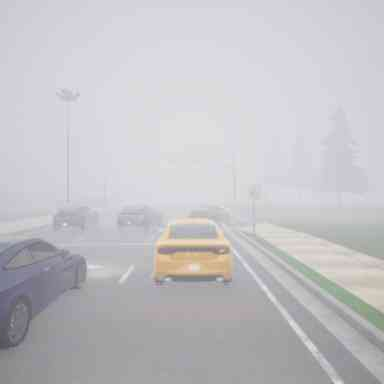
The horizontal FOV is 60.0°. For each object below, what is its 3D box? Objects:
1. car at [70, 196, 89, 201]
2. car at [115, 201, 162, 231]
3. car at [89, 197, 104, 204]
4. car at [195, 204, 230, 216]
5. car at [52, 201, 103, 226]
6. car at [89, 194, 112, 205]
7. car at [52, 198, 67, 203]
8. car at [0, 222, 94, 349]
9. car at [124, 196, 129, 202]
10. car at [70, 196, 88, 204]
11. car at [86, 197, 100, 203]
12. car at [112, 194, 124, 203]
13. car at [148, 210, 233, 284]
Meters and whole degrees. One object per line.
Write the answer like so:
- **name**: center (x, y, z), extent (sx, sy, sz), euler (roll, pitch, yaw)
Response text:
- **car**: center (-19.816, 1.718, 59.970), extent (2.033, 1.411, 5.357), euler (0, 0, 0)
- **car**: center (-3.150, 1.553, 21.121), extent (2.128, 1.511, 4.902), euler (0, 0, 9)
- **car**: center (-19.820, 1.749, 69.180), extent (1.994, 1.385, 4.181), euler (0, 0, 0)
- **car**: center (1.261, 1.592, 23.336), extent (1.812, 1.442, 4.674), euler (-1, 0, 21)
- **car**: center (-7.299, 1.567, 21.265), extent (1.837, 1.490, 4.892), euler (0, 0, -2)
- **car**: center (-16.316, 1.521, 59.463), extent (2.097, 1.767, 4.553), euler (0, 0, 0)
- **car**: center (-23.316, 1.770, 59.618), extent (1.895, 1.301, 4.718), euler (0, 0, 0)
- **car**: center (-3.446, 1.544, 6.154), extent (1.812, 1.442, 4.674), euler (0, 0, -1)
- **car**: center (-16.325, 1.702, 79.095), extent (1.882, 1.535, 5.008), euler (0, 0, 0)
- **car**: center (-23.320, 1.673, 68.756), extent (1.882, 1.535, 5.008), euler (0, 0, 0)
- **car**: center (-23.325, 1.818, 78.672), extent (1.895, 1.301, 4.718), euler (0, 0, 0)
- **car**: center (-16.320, 1.421, 68.775), extent (2.150, 2.045, 5.566), euler (0, 0, 0)
- **car**: center (0.006, 1.506, 9.732), extent (1.882, 1.535, 5.008), euler (0, 0, -1)
